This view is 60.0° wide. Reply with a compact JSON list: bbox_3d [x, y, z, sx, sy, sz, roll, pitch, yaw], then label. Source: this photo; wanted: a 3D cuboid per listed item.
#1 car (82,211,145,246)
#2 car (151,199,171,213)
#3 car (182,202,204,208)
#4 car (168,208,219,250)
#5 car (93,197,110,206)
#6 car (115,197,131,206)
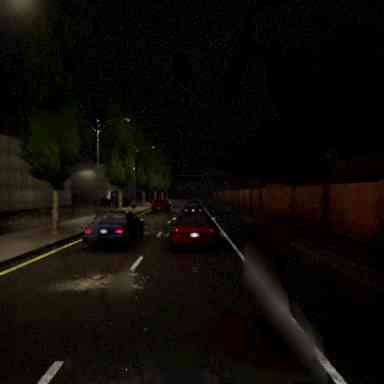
[{"bbox_3d":[-3.400,1.575,15.302,2.033,1.411,5.357,0,0,0],"label":"car"},{"bbox_3d":[-3.402,1.545,37.245,1.882,1.535,5.008,0,0,0],"label":"car"},{"bbox_3d":[0.099,1.602,30.233,2.033,1.411,5.357,0,0,0],"label":"car"},{"bbox_3d":[0.098,1.590,14.500,1.994,1.385,4.181,0,0,0],"label":"car"},{"bbox_3d":[-15.003,1.614,55.368,1.882,1.535,5.008,0,0,0],"label":"car"},{"bbox_3d":[-11.503,1.614,55.368,1.882,1.535,5.008,0,0,0],"label":"car"}]
